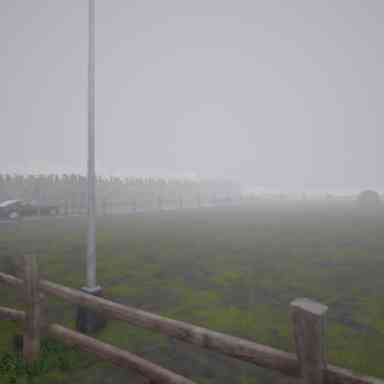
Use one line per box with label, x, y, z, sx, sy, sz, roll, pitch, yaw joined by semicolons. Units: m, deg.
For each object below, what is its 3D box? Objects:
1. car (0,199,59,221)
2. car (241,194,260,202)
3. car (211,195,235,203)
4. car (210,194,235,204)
car;-12.782;1.301;25.742;1.882;1.535;5.008;-1;0;35
car;10.488;1.067;58.563;1.895;1.301;4.718;-1;0;35
car;5.318;1.156;56.023;1.895;1.301;4.718;-1;0;35
car;4.562;1.049;50.121;2.128;1.511;4.902;-1;0;36
